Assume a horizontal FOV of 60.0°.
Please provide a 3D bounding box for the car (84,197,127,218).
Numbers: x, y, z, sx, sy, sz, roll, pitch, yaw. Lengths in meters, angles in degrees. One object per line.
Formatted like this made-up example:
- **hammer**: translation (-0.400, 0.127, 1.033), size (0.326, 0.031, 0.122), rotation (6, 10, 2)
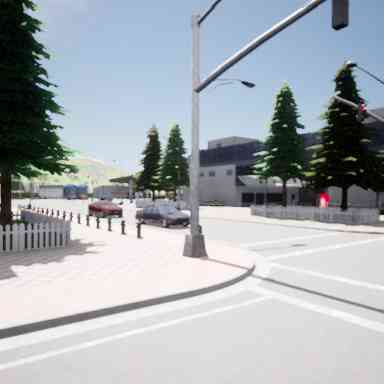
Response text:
- **car**: translation (-8.165, 1.555, 31.155), size (1.882, 1.535, 5.008), rotation (0, 0, -37)

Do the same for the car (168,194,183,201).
- **car**: translation (-4.193, 1.370, 85.775), size (1.932, 1.855, 4.605), rotation (0, 0, -37)

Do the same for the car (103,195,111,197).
- **car**: translation (-19.205, 1.542, 74.818), size (1.845, 1.501, 3.633), rotation (0, 0, -37)

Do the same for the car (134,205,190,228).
- **car**: translation (-2.065, 1.627, 23.069), size (2.033, 1.411, 5.357), rotation (0, 0, -37)

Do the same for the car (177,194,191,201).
- **car**: translation (-2.105, 1.366, 87.836), size (1.905, 1.878, 3.866), rotation (0, 0, -37)

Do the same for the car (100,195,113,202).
- **car**: translation (-21.230, 1.568, 82.554), size (1.970, 1.475, 3.806), rotation (0, 0, -37)
